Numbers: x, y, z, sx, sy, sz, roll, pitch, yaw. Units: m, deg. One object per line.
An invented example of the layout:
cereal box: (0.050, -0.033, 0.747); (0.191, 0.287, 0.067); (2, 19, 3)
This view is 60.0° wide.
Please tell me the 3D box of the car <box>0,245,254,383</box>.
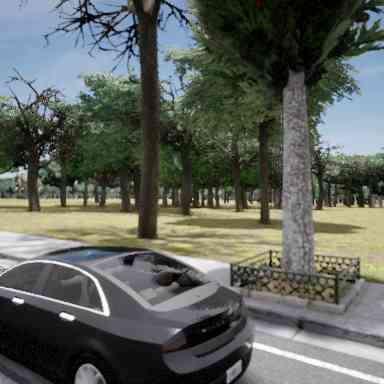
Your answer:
car: (-1.552, 1.527, 4.695); (4.892, 1.490, 1.837); (0, 0, 36)
